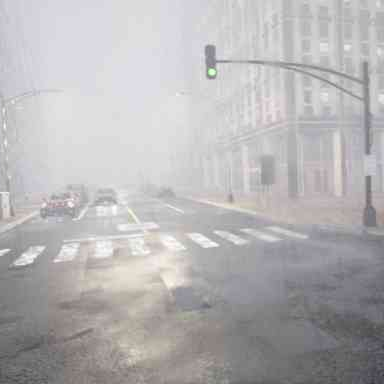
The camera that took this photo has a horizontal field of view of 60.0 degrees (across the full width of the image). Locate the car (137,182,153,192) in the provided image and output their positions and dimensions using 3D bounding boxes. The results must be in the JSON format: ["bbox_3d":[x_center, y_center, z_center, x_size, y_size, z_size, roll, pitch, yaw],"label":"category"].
[{"bbox_3d":[-7.085,-0.727,49.778,1.947,1.339,4.313,-2,3,-15],"label":"car"}]

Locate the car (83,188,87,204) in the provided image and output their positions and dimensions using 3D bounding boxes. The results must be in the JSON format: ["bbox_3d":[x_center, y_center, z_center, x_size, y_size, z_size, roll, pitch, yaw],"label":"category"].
[{"bbox_3d":[-9.533,0.598,26.052,1.802,1.307,4.206,-2,3,-15],"label":"car"}]

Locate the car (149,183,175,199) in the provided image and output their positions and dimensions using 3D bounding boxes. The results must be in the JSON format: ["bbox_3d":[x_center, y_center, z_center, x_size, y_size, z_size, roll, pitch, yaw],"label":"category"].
[{"bbox_3d":[-2.856,-0.049,33.602,1.802,1.307,4.206,-2,3,-15],"label":"car"}]

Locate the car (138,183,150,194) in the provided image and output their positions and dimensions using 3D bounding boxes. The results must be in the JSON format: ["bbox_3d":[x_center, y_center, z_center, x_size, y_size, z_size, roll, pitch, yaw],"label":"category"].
[{"bbox_3d":[-5.719,-0.554,44.549,1.752,1.417,4.829,-2,3,-15],"label":"car"}]

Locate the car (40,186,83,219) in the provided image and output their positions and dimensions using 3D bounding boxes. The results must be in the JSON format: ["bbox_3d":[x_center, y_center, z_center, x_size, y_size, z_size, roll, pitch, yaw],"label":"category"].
[{"bbox_3d":[-8.126,0.677,20.656,1.967,1.590,4.097,-2,3,-15],"label":"car"}]

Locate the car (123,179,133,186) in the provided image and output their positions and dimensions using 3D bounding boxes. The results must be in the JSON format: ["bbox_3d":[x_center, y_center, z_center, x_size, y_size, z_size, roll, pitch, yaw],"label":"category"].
[{"bbox_3d":[-16.956,-2.520,87.508,2.192,1.841,5.009,-2,3,-15],"label":"car"}]

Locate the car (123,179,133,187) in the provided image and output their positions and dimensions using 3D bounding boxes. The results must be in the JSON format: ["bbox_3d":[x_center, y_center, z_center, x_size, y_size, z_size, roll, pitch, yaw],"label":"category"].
[{"bbox_3d":[-15.542,-2.070,82.126,1.887,1.381,4.507,-2,3,-15],"label":"car"}]

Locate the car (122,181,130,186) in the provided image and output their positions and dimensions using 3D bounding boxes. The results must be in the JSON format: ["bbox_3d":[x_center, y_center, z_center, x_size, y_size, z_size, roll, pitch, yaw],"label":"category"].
[{"bbox_3d":[-18.360,-2.489,92.911,1.947,1.339,4.313,-2,3,-15],"label":"car"}]

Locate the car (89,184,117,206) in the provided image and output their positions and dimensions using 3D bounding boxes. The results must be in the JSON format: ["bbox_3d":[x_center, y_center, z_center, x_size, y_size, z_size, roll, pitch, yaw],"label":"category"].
[{"bbox_3d":[-7.604,0.323,29.237,2.033,1.411,5.357,-3,3,-15],"label":"car"}]

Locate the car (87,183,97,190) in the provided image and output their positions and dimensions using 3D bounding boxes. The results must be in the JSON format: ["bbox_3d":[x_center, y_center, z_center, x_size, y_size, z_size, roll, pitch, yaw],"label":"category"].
[{"bbox_3d":[-20.805,-1.202,69.168,1.887,1.381,4.507,-2,3,-15],"label":"car"}]

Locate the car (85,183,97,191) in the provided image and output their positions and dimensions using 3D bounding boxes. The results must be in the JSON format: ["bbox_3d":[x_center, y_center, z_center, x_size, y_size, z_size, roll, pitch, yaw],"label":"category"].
[{"bbox_3d":[-19.396,-0.976,63.778,2.008,1.369,4.403,-2,3,-15],"label":"car"}]

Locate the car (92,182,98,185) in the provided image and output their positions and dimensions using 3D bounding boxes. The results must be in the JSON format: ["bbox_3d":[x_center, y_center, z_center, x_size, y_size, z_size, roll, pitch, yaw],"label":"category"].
[{"bbox_3d":[-17.987,-0.762,58.388,1.887,1.381,4.507,-2,3,-15],"label":"car"}]

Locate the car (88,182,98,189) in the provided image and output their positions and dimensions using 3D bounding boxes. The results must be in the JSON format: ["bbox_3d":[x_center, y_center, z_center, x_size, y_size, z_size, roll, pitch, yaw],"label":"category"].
[{"bbox_3d":[-22.214,-1.416,74.558,2.008,1.369,4.403,-2,3,-15],"label":"car"}]

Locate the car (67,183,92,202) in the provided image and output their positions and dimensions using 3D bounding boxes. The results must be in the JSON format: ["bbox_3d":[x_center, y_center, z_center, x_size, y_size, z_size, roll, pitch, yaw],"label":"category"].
[{"bbox_3d":[-10.947,0.111,31.430,2.192,1.841,5.009,-2,3,-15],"label":"car"}]

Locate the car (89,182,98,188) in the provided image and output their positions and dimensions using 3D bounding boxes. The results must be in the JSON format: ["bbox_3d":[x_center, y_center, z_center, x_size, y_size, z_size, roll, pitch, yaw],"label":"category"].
[{"bbox_3d":[-23.623,-1.621,79.948,1.947,1.339,4.313,-2,3,-15],"label":"car"}]

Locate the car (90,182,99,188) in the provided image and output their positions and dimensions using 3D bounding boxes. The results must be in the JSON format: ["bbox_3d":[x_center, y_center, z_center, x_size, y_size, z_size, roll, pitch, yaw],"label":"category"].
[{"bbox_3d":[-25.032,-1.862,85.337,1.887,1.381,4.507,-2,3,-15],"label":"car"}]
